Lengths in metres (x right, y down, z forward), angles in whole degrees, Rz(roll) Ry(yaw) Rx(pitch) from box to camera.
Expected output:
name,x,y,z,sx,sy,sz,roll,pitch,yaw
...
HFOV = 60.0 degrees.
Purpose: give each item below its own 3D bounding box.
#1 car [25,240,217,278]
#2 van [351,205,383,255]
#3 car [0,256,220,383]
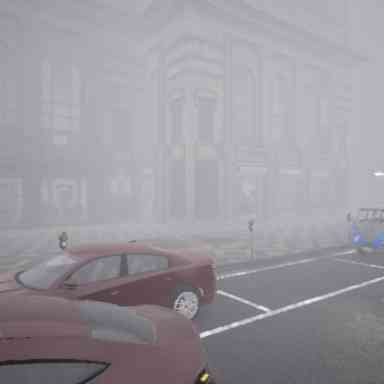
name,x,y,z,sx,sy,sz,roll,pitch,yaw
car,-1.634,1.543,5.503,4.507,1.381,1.887,0,0,-36
van,7.361,1.330,11.919,3.998,1.788,1.690,0,0,-36
car,-1.929,1.526,1.997,4.674,1.442,1.812,0,0,-35
